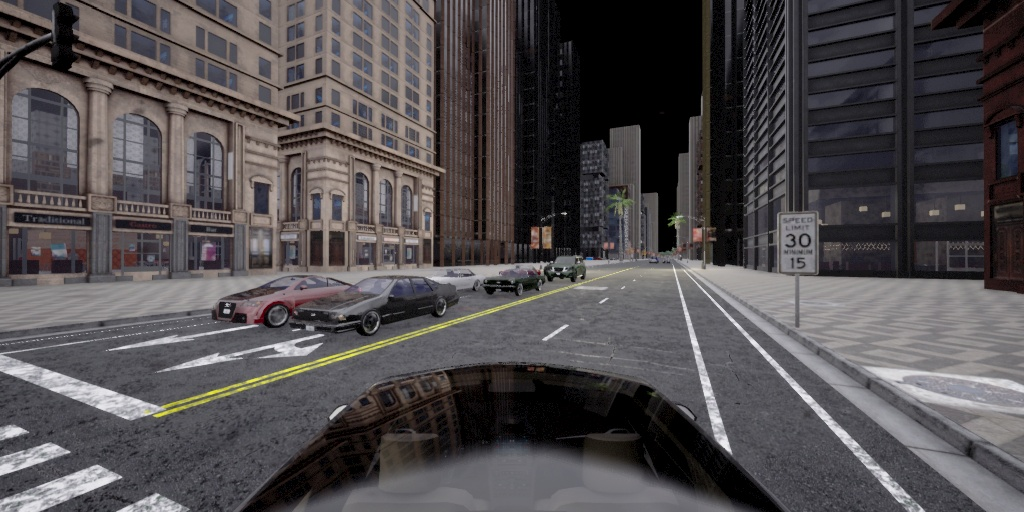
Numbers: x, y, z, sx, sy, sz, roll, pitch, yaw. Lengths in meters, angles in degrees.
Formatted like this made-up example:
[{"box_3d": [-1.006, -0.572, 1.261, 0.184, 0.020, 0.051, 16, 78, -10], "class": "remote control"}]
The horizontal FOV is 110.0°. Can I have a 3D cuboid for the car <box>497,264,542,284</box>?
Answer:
[{"box_3d": [0.680, 1.365, 28.631, 1.895, 1.301, 4.718, 0, 0, 24], "class": "car"}]

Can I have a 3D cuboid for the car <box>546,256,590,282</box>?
[{"box_3d": [4.566, 0.987, 29.373, 2.150, 2.045, 5.566, 0, 0, 24], "class": "car"}]

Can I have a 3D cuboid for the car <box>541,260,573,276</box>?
[{"box_3d": [4.847, 1.251, 37.947, 1.882, 1.535, 5.008, 0, 0, 24], "class": "car"}]

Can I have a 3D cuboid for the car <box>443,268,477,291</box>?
[{"box_3d": [-3.356, 1.357, 19.523, 1.895, 1.301, 4.718, 0, 0, 24], "class": "car"}]

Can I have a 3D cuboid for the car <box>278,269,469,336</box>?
[{"box_3d": [-3.652, 1.300, 10.826, 2.033, 1.411, 5.357, 0, 0, 24], "class": "car"}]

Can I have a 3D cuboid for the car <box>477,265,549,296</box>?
[{"box_3d": [0.231, 1.358, 19.594, 1.895, 1.301, 4.718, 0, 0, 24], "class": "car"}]

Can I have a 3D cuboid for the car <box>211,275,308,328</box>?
[{"box_3d": [-6.899, 1.316, 11.510, 1.994, 1.385, 4.181, 0, 0, 24], "class": "car"}]
